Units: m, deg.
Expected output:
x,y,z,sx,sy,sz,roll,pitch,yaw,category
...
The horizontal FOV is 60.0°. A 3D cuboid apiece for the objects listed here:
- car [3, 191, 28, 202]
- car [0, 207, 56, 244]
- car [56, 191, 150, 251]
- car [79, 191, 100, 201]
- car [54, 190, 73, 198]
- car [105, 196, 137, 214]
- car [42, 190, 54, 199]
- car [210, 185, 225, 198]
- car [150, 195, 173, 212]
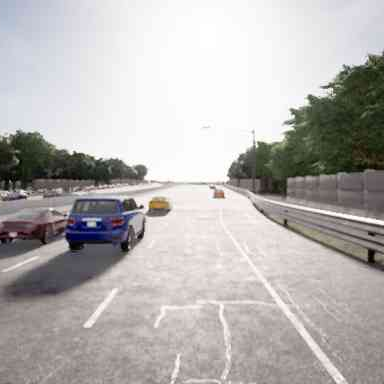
x,y,z,sx,sy,sz,roll,pitch,yaw,category
-26.300,0.660,49.872,1.812,1.442,4.674,0,2,-1,car
-6.783,1.412,14.974,1.812,1.442,4.674,0,1,1,car
-3.301,1.125,13.730,2.150,2.045,5.566,0,1,1,car
-16.357,0.590,53.233,1.994,1.385,4.181,0,2,3,car
-19.852,0.591,53.369,1.994,1.385,4.181,0,2,3,car
-6.462,1.151,30.867,1.994,1.385,4.181,0,1,2,car
-23.251,0.466,55.684,1.837,1.490,4.892,0,2,3,car
4.919,0.105,61.240,2.097,1.767,4.553,0,2,3,car
-2.939,1.043,31.718,1.882,1.535,5.008,0,1,2,car
